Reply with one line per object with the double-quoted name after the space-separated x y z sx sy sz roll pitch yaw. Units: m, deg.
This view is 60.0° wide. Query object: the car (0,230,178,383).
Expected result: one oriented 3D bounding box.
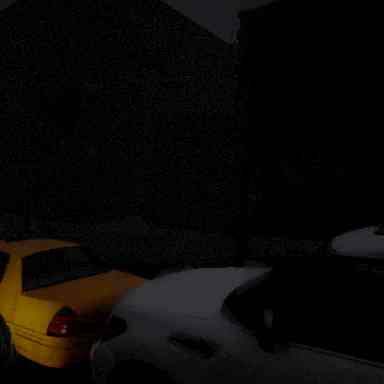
-2.999 1.432 5.669 5.366 1.575 1.946 1 0 35 "car"
